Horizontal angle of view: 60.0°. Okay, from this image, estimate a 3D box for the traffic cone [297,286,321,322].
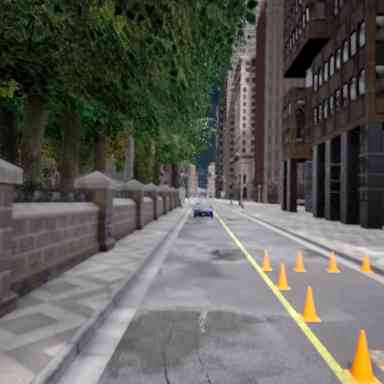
[{"bbox_3d":[2.161,2.030,6.133,0.340,0.580,0.340,1,0,1],"label":"traffic cone"}]

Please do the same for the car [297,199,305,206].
[{"bbox_3d":[22.284,2.226,66.277,4.097,1.590,1.967,1,-2,2],"label":"car"}]

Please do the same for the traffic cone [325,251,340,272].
[{"bbox_3d":[4.257,2.091,10.083,0.340,0.580,0.340,1,0,1],"label":"traffic cone"}]

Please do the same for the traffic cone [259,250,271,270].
[{"bbox_3d":[2.258,2.054,10.132,0.340,0.580,0.340,1,0,1],"label":"traffic cone"}]

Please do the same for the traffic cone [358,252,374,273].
[{"bbox_3d":[5.258,2.110,10.059,0.340,0.580,0.340,1,0,1],"label":"traffic cone"}]

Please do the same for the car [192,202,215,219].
[{"bbox_3d":[1.063,1.693,31.591,1.882,1.535,5.008,1,0,1],"label":"car"}]

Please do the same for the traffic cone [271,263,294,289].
[{"bbox_3d":[2.210,2.042,8.133,0.340,0.580,0.340,1,0,1],"label":"traffic cone"}]

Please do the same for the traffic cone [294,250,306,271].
[{"bbox_3d":[3.258,2.073,10.107,0.340,0.580,0.340,1,0,1],"label":"traffic cone"}]

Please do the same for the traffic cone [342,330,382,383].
[{"bbox_3d":[2.113,2.017,4.134,0.340,0.580,0.340,1,0,1],"label":"traffic cone"}]
